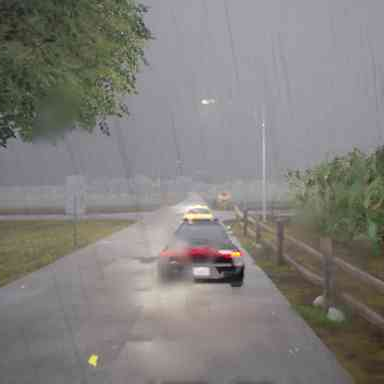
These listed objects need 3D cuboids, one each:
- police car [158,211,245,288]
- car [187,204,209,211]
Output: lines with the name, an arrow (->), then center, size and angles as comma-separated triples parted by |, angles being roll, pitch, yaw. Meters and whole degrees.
police car -> 0.249, 1.515, 9.436 | 2.038, 1.542, 4.974 | 0, -1, 1
car -> 0.384, 1.520, 20.709 | 1.801, 1.575, 5.366 | 0, 0, 0
